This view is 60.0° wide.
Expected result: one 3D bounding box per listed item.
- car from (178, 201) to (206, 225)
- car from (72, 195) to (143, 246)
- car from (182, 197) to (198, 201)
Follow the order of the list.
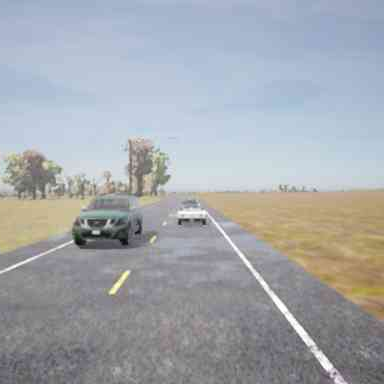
[{"bbox_3d":[-0.022,1.524,23.558,1.895,1.301,4.718,0,0,-1],"label":"car"},{"bbox_3d":[-3.602,1.172,15.275,2.150,2.045,5.566,0,0,0],"label":"car"},{"bbox_3d":[-0.244,1.363,41.421,2.128,1.511,4.902,0,0,-1],"label":"car"}]
